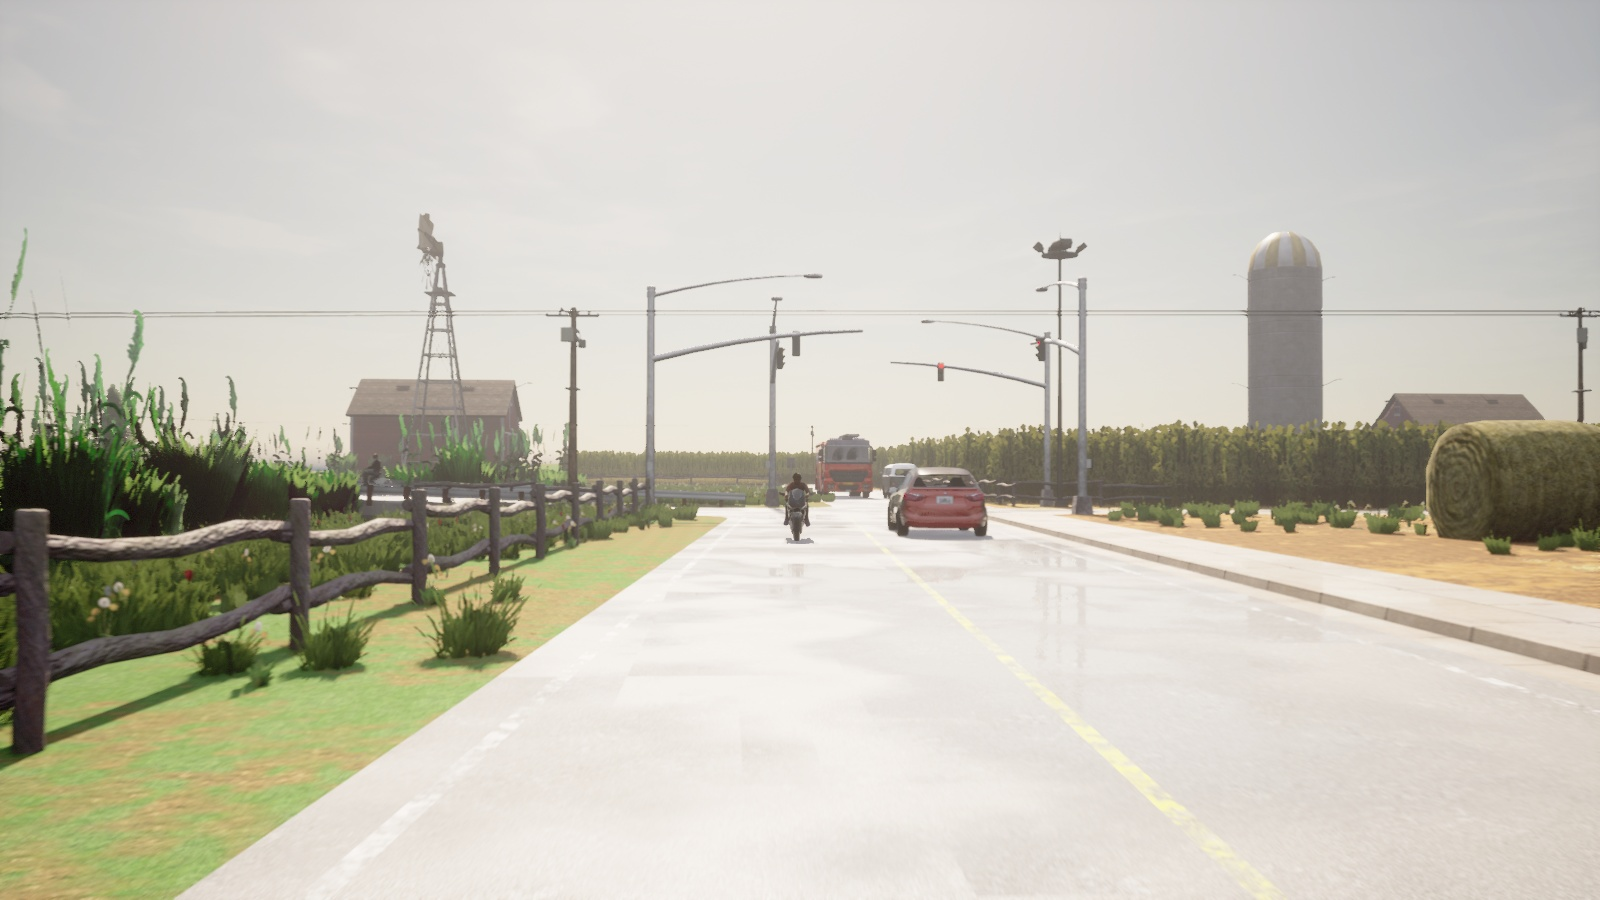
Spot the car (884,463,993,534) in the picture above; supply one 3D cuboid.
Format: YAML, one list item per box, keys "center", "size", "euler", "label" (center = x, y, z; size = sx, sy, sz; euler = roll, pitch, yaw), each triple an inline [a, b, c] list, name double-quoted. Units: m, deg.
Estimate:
- center: [3.435, 1.181, 32.009]
  size: [2.242, 1.667, 4.611]
  euler: [0, -1, 0]
  label: "car"

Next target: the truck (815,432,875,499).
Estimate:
- center: [2.632, 0.954, 76.520]
  size: [2.891, 3.827, 8.468]
  euler: [0, -1, -3]
  label: "truck"

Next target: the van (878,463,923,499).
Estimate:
- center: [5.878, 1.784, 73.771]
  size: [2.069, 2.038, 4.480]
  euler: [0, -1, -3]
  label: "van"

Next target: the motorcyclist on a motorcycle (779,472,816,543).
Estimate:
- center: [-0.060, 1.270, 28.284]
  size: [0.797, 1.523, 2.044]
  euler: [0, -1, 0]
  label: "motorcyclist on a motorcycle"
